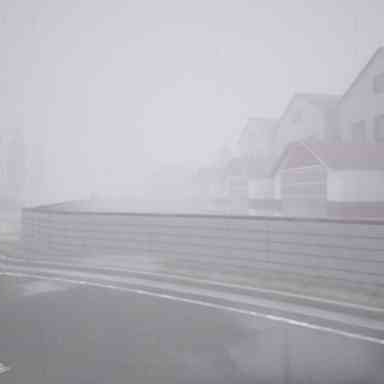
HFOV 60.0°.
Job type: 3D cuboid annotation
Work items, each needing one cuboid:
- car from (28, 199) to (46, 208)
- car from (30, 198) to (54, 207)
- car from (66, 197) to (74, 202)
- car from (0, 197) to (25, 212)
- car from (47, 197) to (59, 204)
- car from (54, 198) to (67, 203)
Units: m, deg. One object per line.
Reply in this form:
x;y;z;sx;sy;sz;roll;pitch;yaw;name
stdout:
-28.334;2.023;60.979;2.128;1.511;4.902;0;0;-13;car
-21.553;1.934;47.575;1.812;1.442;4.674;0;0;-13;car
-28.687;1.935;77.557;1.994;1.385;4.181;0;0;-13;car
-24.663;1.648;45.456;2.150;2.045;5.566;0;0;-13;car
-32.092;1.958;76.749;1.994;1.385;4.181;0;0;-13;car
-24.871;2.107;61.535;1.895;1.301;4.718;0;0;-13;car
